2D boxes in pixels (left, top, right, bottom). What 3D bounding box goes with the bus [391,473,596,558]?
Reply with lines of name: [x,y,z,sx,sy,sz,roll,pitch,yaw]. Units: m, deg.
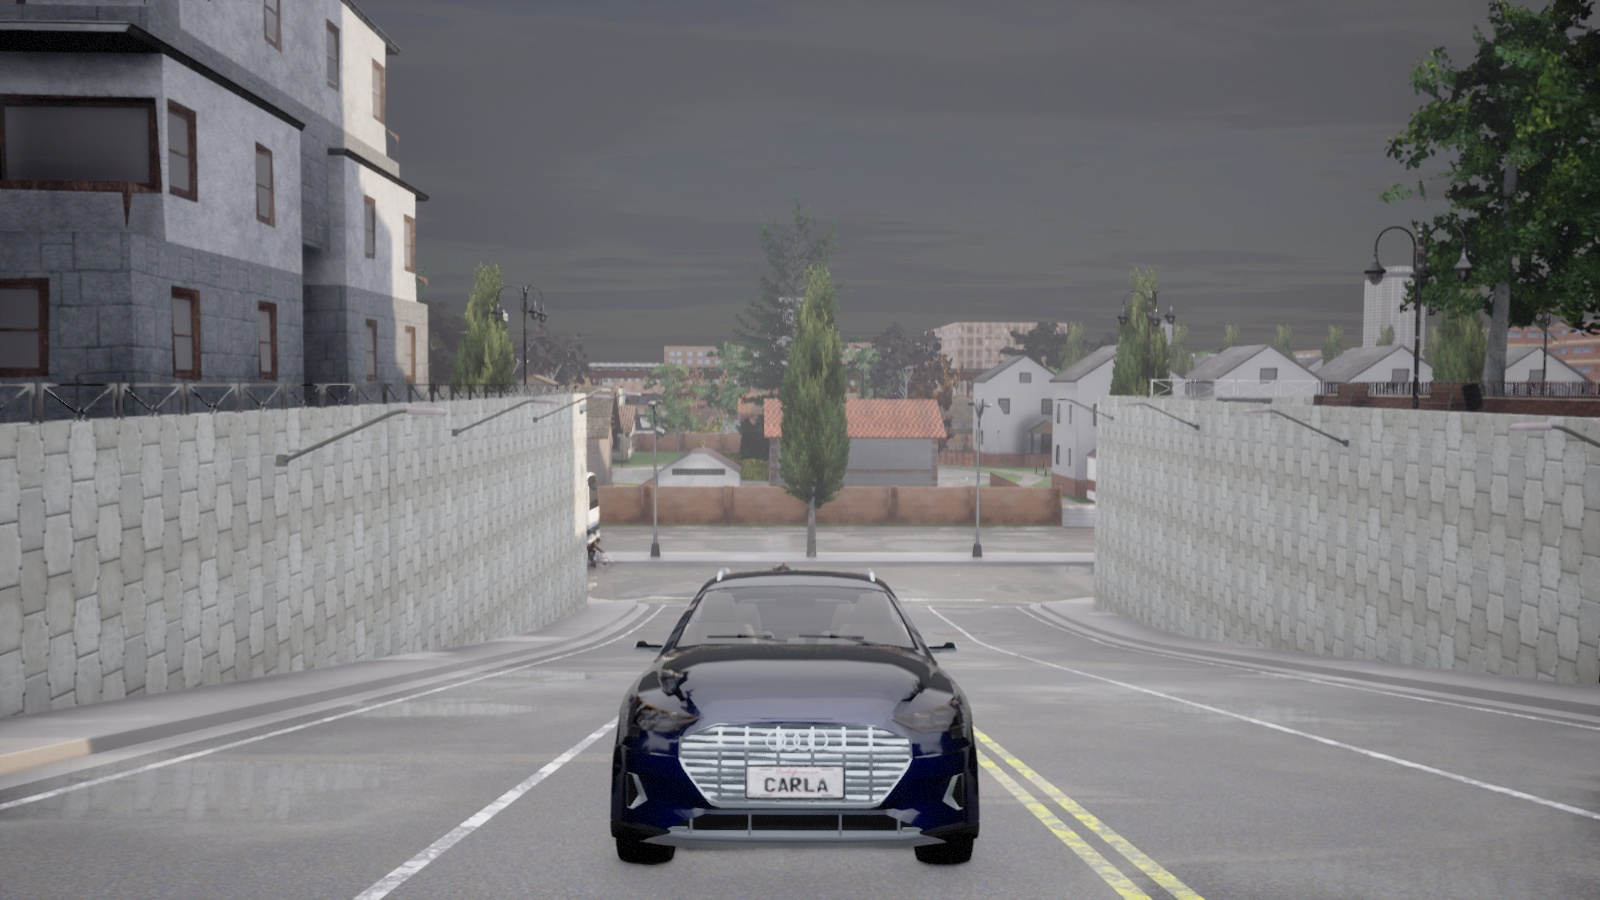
bus: [-16.848,3.567,69.648,10.273,4.253,3.944,0,4,2]

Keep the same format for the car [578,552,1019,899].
car: [-0.017,1.594,8.292,2.033,1.649,4.856,0,-7,0]
